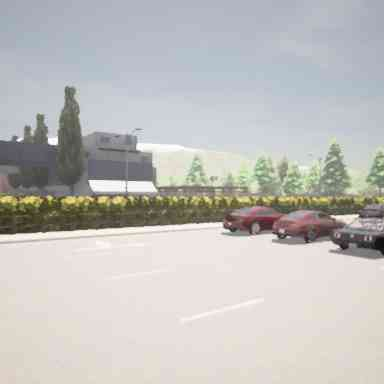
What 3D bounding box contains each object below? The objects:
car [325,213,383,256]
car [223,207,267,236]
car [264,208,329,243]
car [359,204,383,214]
[{"bbox_3d":[7.839,1.733,13.746,4.718,1.301,1.895,1,0,-35],"label":"car"},{"bbox_3d":[4.079,1.613,19.658,5.008,1.535,1.882,0,0,-35],"label":"car"},{"bbox_3d":[6.037,1.660,16.756,4.674,1.442,1.812,0,0,-35],"label":"car"},{"bbox_3d":[16.161,1.766,28.261,4.902,1.511,2.128,1,0,-35],"label":"car"}]
